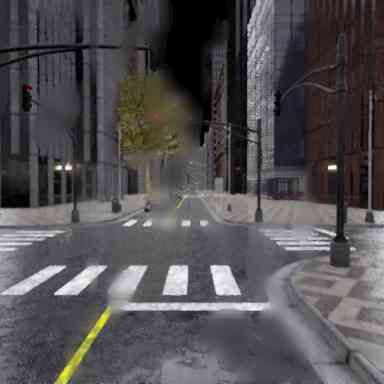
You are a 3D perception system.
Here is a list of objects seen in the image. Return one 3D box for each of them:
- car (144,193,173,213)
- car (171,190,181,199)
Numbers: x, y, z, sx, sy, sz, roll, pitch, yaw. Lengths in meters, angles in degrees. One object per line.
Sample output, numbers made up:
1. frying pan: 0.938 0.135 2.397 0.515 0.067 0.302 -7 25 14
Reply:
1. car: -2.974 1.114 28.903 1.994 1.385 4.181 0 2 0
2. car: -2.953 0.496 58.654 1.882 1.535 5.008 0 1 0
